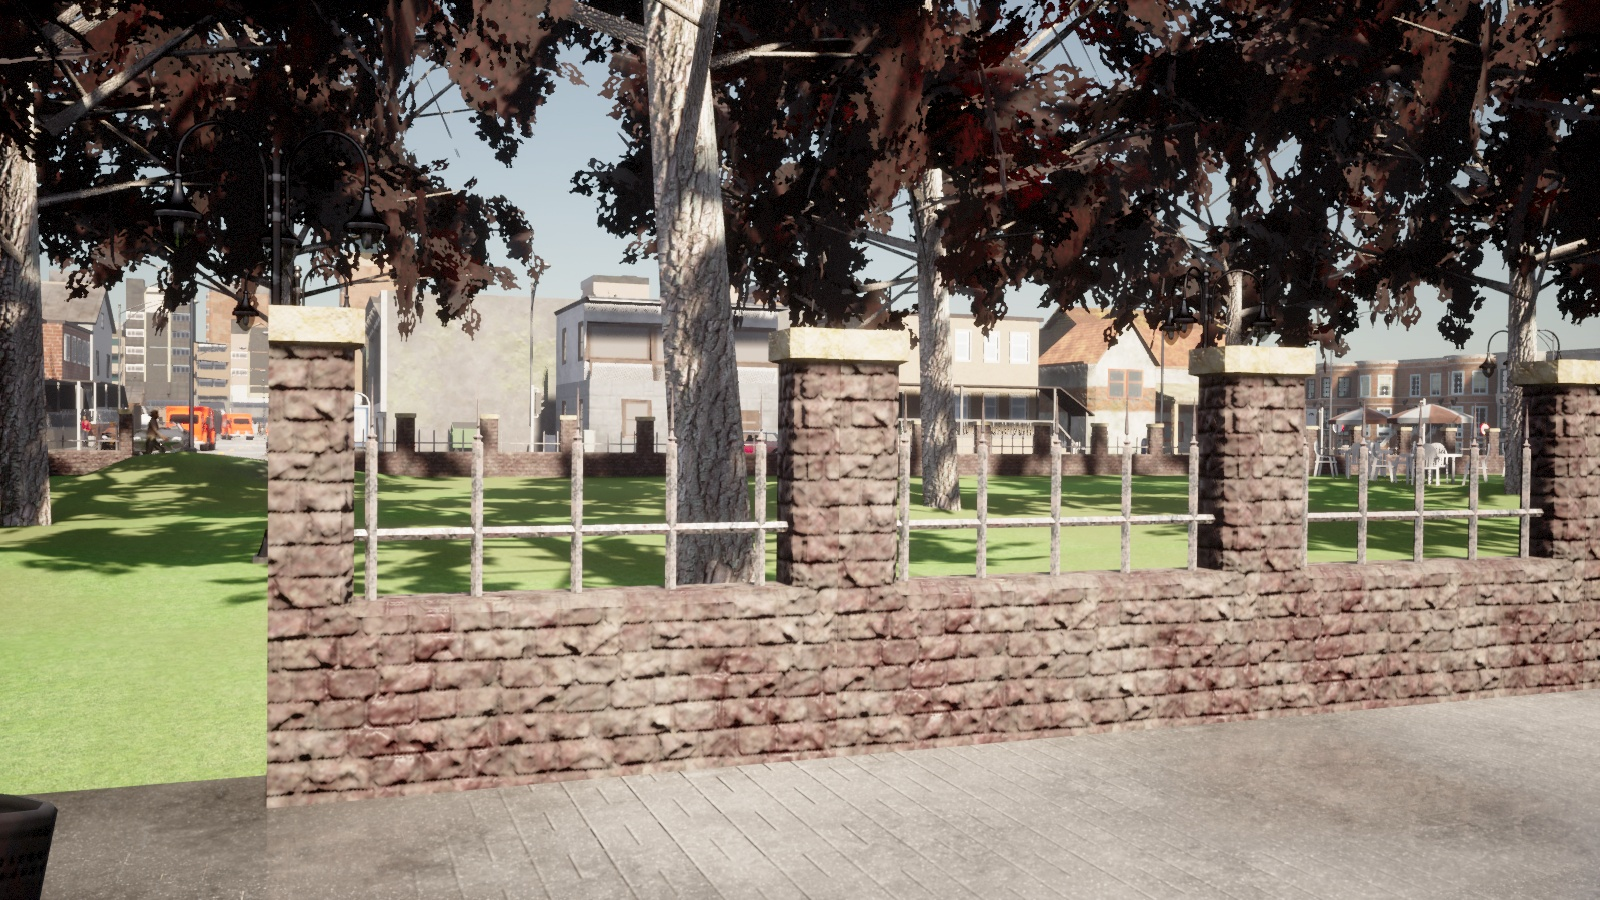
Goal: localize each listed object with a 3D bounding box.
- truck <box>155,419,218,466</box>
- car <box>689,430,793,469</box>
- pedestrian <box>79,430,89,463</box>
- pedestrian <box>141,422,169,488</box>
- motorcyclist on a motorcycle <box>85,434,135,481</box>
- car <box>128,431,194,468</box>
[{"bbox_3d":[-33.844,-0.452,69.423,2.627,2.467,5.204,-1,1,-21],"label":"truck"},{"bbox_3d":[-2.411,-0.045,51.313,3.806,1.475,1.970,-1,1,-21],"label":"car"},{"bbox_3d":[-39.548,-0.194,69.402,0.331,1.846,0.636,-1,1,-19],"label":"pedestrian"},{"bbox_3d":[-18.136,0.129,35.330,0.634,1.846,0.331,-1,1,-20],"label":"pedestrian"},{"bbox_3d":[-25.513,0.268,46.479,0.766,1.649,2.350,-2,1,-8],"label":"motorcyclist on a motorcycle"},{"bbox_3d":[-29.664,-0.053,58.430,2.152,1.651,5.027,-1,1,-21],"label":"car"}]
